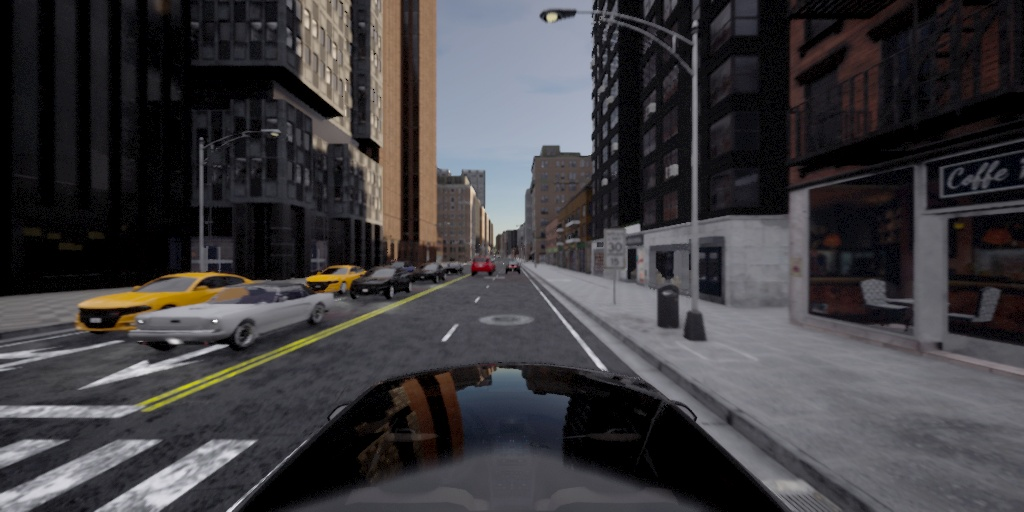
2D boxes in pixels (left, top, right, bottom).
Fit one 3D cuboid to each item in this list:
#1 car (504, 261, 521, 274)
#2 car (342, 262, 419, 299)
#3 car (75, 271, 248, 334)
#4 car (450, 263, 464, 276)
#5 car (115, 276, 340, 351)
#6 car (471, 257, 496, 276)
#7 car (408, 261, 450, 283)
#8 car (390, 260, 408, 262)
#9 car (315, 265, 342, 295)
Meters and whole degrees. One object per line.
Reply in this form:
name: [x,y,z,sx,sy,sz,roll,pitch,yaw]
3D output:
car: [0.099,1.386,43.635,1.837,1.490,4.892,0,0,0]
car: [-6.600,1.282,18.627,1.882,1.535,5.008,0,0,0]
car: [-9.847,1.258,10.982,1.882,1.535,5.008,0,0,0]
car: [-6.547,1.471,39.819,1.895,1.301,4.718,0,0,1]
car: [-6.599,1.375,9.226,1.895,1.301,4.718,0,0,0]
car: [-3.250,1.091,39.862,2.150,2.045,5.566,0,0,0]
car: [-6.592,1.314,28.987,1.882,1.535,5.008,0,0,0]
car: [-9.838,1.194,30.808,2.097,1.767,4.553,0,0,0]
car: [-9.850,1.288,20.713,1.882,1.535,5.008,0,0,0]
